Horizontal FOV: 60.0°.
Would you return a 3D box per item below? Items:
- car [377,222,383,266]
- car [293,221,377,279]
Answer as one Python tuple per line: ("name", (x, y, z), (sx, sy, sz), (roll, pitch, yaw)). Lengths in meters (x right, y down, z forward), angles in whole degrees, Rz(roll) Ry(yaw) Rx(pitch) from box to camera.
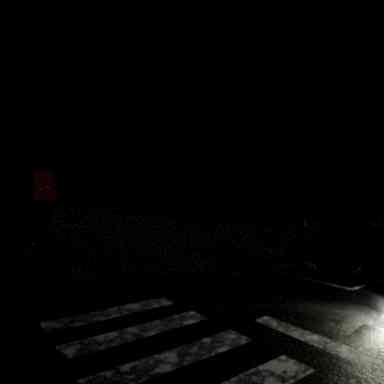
("car", (6.855, 1.487, 8.252), (5.008, 1.535, 1.882), (0, 0, -35))
("car", (4.976, 1.595, 10.182), (4.313, 1.339, 1.947), (0, 0, -35))
